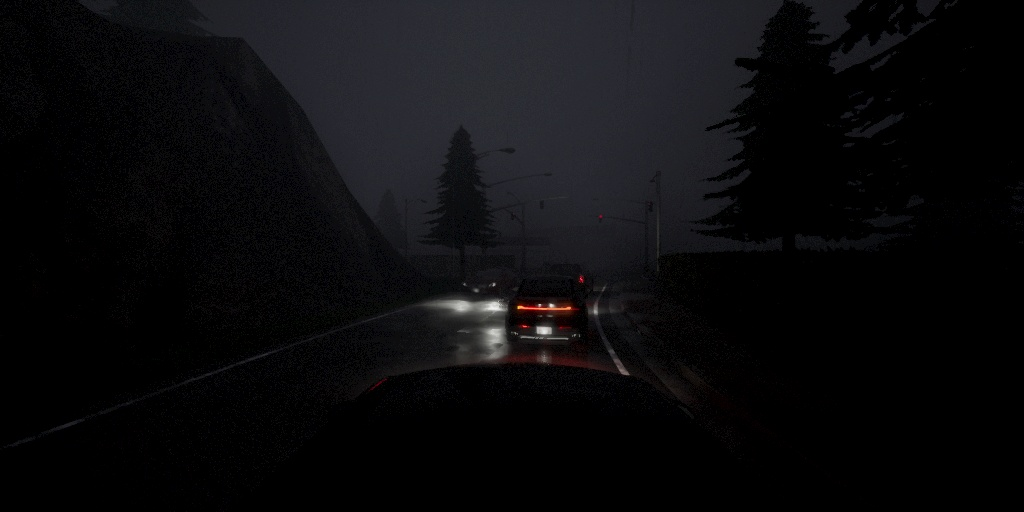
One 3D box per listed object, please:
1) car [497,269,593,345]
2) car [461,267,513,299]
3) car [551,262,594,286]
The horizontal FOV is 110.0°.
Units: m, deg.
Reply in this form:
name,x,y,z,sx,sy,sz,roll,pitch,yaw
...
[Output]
name,x,y,z,sx,sy,sz,roll,pitch,yaw
car,1.019,1.255,9.614,1.837,1.490,4.892,0,0,9
car,-0.957,1.275,18.240,1.812,1.442,4.674,0,0,16
car,3.019,1.102,18.535,2.097,1.767,4.553,0,0,17
